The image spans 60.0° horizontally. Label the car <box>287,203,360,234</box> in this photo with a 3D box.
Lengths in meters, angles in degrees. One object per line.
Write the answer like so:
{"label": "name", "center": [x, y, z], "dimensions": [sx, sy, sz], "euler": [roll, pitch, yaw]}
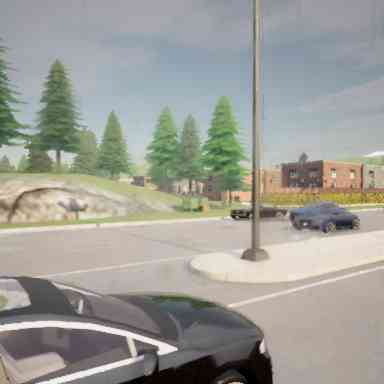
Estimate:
{"label": "car", "center": [7.730, 1.535, 19.000], "dimensions": [4.181, 1.385, 1.994], "euler": [0, 0, -34]}

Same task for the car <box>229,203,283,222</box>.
{"label": "car", "center": [5.168, 1.560, 25.730], "dimensions": [4.718, 1.301, 1.895], "euler": [0, 0, -34]}

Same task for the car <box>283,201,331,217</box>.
{"label": "car", "center": [9.206, 1.441, 24.250], "dimensions": [5.008, 1.535, 1.882], "euler": [0, 0, -34]}

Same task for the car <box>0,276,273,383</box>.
{"label": "car", "center": [-1.420, 1.486, 2.601], "dimensions": [4.902, 1.511, 2.128], "euler": [0, 0, -36]}
